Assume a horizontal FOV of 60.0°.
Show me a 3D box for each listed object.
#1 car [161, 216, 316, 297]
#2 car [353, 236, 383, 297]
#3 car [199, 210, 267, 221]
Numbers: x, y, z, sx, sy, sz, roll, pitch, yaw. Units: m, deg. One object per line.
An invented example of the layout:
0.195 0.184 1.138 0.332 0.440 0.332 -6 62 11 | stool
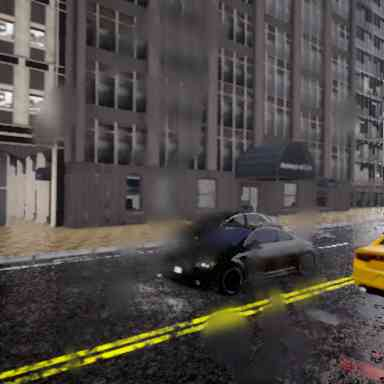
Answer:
1.311 1.549 8.604 4.181 1.385 1.994 0 0 -35 | car
5.609 1.456 7.420 5.008 1.535 1.882 0 0 -35 | car
1.374 1.484 12.641 4.892 1.490 1.837 0 0 -35 | car
